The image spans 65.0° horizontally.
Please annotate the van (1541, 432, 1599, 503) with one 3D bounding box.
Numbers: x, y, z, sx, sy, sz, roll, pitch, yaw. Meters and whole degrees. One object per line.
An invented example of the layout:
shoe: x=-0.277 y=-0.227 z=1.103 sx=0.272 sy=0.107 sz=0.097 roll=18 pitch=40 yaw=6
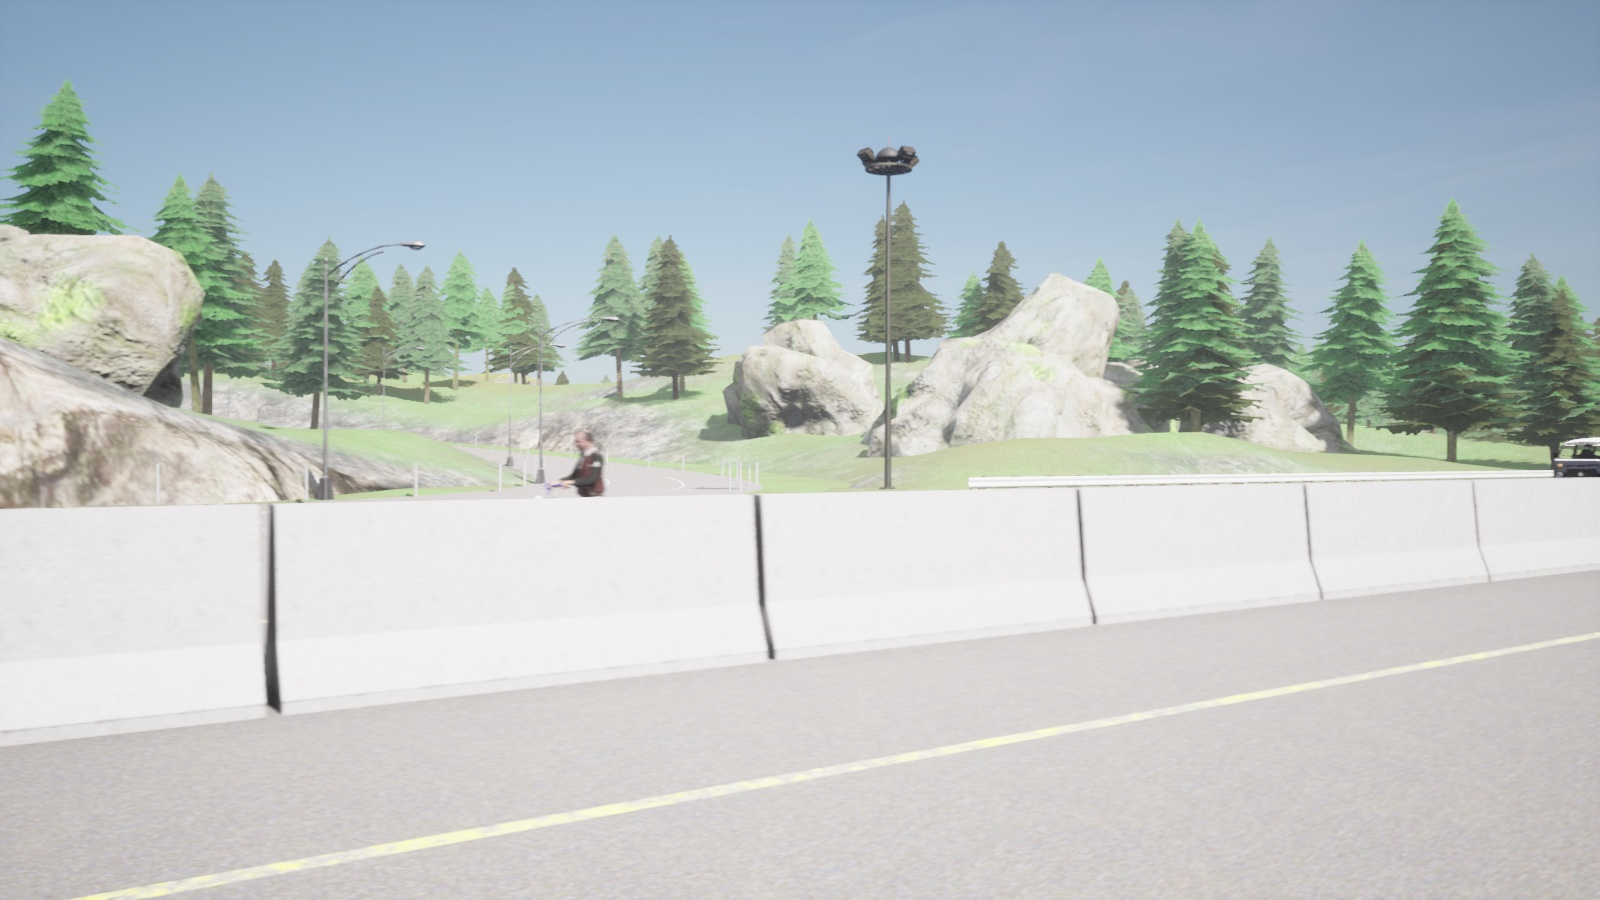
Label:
van: x=24.439 y=0.509 z=37.728 sx=4.480 sy=2.038 sz=2.069 roll=0 pitch=0 yaw=-35
